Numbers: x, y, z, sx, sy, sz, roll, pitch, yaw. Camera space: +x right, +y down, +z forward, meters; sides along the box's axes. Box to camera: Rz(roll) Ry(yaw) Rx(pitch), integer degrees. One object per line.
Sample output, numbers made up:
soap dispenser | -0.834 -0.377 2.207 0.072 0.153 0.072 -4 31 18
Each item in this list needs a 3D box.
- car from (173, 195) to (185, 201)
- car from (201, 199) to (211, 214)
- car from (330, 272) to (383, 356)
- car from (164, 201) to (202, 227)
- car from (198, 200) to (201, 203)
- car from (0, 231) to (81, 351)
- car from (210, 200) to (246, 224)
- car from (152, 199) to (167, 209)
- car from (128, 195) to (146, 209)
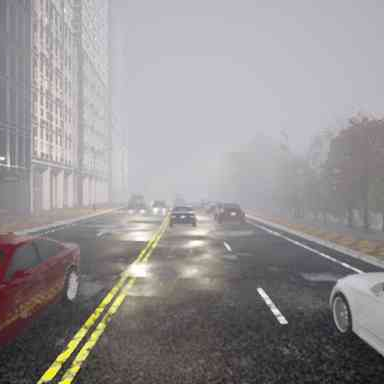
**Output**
car | -2.541 1.814 69.005 1.994 1.385 4.181 0 0 -5
car | 2.486 1.692 36.859 2.033 1.411 5.357 0 0 -2
car | 3.241 1.542 3.700 1.812 1.442 4.674 0 0 0
car | -0.610 1.643 23.726 2.033 1.411 5.357 0 0 -1
car | 1.977 1.675 47.904 2.128 1.511 4.902 0 0 -3
car | -3.386 1.501 5.409 1.882 1.535 5.008 0 0 0
car | 2.866 1.607 25.839 2.163 1.488 4.792 0 0 -2
car | -4.657 1.750 48.077 1.994 1.385 4.181 0 0 -3
car | -7.929 1.410 48.490 2.150 2.045 5.566 0 0 -3
